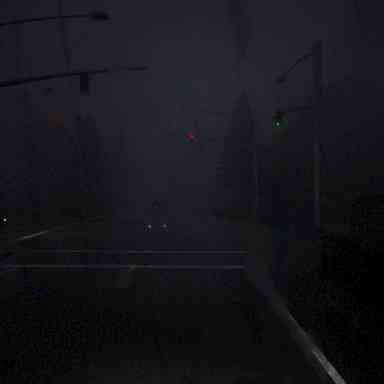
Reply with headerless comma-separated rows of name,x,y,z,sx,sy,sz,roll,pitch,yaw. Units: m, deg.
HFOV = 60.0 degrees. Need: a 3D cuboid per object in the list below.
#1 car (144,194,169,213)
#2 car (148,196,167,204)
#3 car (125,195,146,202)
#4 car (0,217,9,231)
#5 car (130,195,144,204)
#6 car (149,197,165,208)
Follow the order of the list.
car,-3.753,1.221,37.172,2.150,2.045,5.566,0,0,-2
car,-6.724,1.547,64.768,2.033,1.411,5.357,0,0,-26
car,-12.428,1.433,73.166,5.008,1.535,1.882,0,0,42
car,-12.301,1.601,17.446,4.718,1.301,1.895,0,0,2
car,-10.140,1.507,63.614,1.837,1.490,4.892,0,-1,-26
car,-5.198,1.526,49.315,1.812,1.442,4.674,0,0,-13
